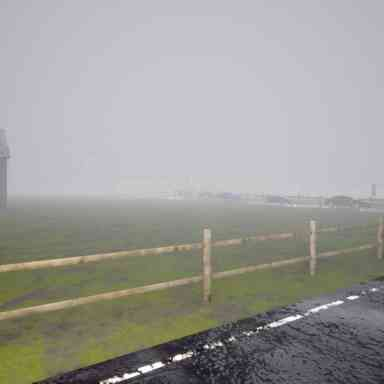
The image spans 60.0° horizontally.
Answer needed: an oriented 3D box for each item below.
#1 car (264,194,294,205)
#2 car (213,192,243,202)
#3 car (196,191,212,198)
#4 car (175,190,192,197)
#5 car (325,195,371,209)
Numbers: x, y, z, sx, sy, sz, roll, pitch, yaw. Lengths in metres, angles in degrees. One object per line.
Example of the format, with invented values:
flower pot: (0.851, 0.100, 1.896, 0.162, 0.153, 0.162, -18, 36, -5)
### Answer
car: (12.059, 1.020, 46.141, 1.994, 1.385, 4.181, 0, 1, -34)
car: (6.166, 0.751, 54.393, 1.882, 1.535, 5.008, 0, 1, -35)
car: (2.729, 0.597, 65.443, 1.837, 1.490, 4.892, 0, 1, -35)
car: (-1.836, 0.362, 71.785, 1.837, 1.490, 4.892, 0, 1, -36)
car: (17.774, 1.112, 38.108, 1.882, 1.535, 5.008, 0, 1, -35)
